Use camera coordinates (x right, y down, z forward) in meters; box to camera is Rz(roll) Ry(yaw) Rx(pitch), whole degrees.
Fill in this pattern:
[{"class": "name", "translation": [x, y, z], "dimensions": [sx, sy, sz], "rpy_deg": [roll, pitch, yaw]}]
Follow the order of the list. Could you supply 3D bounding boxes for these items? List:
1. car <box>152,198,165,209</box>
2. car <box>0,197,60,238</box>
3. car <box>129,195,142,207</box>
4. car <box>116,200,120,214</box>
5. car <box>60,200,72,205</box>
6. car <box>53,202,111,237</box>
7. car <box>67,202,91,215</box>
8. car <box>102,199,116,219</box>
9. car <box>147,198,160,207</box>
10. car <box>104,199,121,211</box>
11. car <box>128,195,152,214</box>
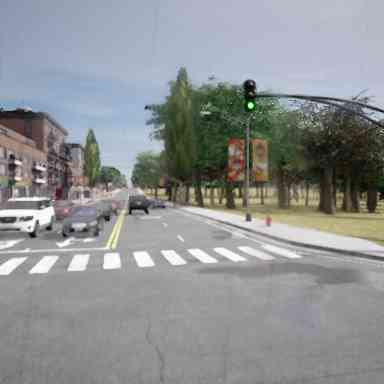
[{"class": "car", "translation": [-5.027, 1.800, 49.435], "dimensions": [2.033, 1.411, 5.357], "rpy_deg": [0, 0, -11]}, {"class": "car", "translation": [-9.225, 1.316, 18.485], "dimensions": [2.150, 2.045, 5.566], "rpy_deg": [0, 0, -10]}, {"class": "car", "translation": [-10.313, 1.587, 60.593], "dimensions": [2.150, 2.045, 5.566], "rpy_deg": [0, -1, -10]}, {"class": "car", "translation": [-9.507, 1.558, 37.874], "dimensions": [2.097, 1.767, 4.553], "rpy_deg": [0, 0, -10]}, {"class": "car", "translation": [-10.993, 1.506, 27.983], "dimensions": [2.097, 1.767, 4.553], "rpy_deg": [0, 0, -10]}, {"class": "car", "translation": [-5.956, 1.567, 18.672], "dimensions": [2.128, 1.511, 4.902], "rpy_deg": [0, 0, -10]}, {"class": "car", "translation": [-12.837, 1.830, 38.034], "dimensions": [1.895, 1.301, 4.718], "rpy_deg": [0, 0, -10]}, {"class": "car", "translation": [-7.684, 1.610, 27.959], "dimensions": [1.882, 1.535, 5.008], "rpy_deg": [0, 0, -10]}, {"class": "car", "translation": [-6.929, 1.815, 59.682], "dimensions": [1.882, 1.535, 5.008], "rpy_deg": [0, 0, -11]}, {"class": "car", "translation": [-11.406, 1.833, 48.044], "dimensions": [2.033, 1.411, 5.357], "rpy_deg": [0, 0, -10]}, {"class": "car", "translation": [-6.193, 1.409, 38.459], "dimensions": [2.150, 2.045, 5.566], "rpy_deg": [0, 0, -11]}]
